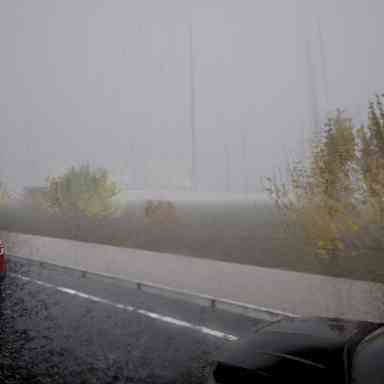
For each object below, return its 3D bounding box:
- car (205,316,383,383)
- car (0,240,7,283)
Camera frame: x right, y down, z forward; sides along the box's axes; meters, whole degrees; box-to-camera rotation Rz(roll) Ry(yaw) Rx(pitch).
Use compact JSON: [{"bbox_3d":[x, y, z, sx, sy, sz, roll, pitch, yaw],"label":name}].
[{"bbox_3d":[2.315,1.505,1.911,4.892,1.490,1.837,0,0,35],"label":"car"},{"bbox_3d":[-6.617,1.346,8.280,4.553,1.767,2.097,0,0,35],"label":"car"}]
